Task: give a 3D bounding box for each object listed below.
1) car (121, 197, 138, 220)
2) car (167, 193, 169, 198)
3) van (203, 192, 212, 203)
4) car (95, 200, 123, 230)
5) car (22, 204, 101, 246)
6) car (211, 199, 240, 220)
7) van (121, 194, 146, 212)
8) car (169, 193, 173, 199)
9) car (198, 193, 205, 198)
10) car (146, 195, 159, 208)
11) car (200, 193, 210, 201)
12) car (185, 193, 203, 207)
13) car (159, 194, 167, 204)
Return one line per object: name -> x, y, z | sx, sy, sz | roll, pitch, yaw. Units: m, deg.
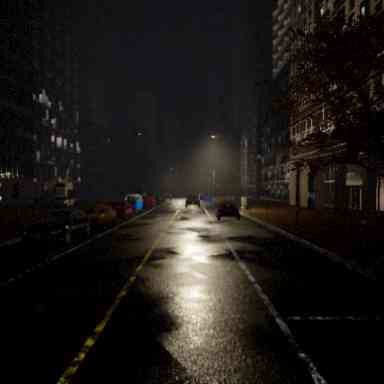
car -> -5.700, 1.363, 25.715 | 1.887, 1.381, 4.507 | -1, 0, 0
car -> -5.699, 1.153, 59.465 | 2.008, 1.369, 4.403 | -1, 0, 0
van -> 2.677, 0.943, 59.464 | 1.690, 1.788, 3.998 | -1, 0, 0
car -> -5.701, 1.382, 19.920 | 1.752, 1.417, 4.829 | -1, 0, 0
car -> -5.701, 1.446, 14.465 | 2.008, 1.369, 4.403 | -1, 0, 0
car -> 2.680, 1.400, 25.715 | 1.802, 1.307, 4.206 | -1, 0, 0
van -> -5.703, 1.122, 31.338 | 1.690, 1.788, 3.998 | -1, 0, 0
car -> -5.697, 1.021, 81.964 | 2.008, 1.369, 4.403 | -1, 0, 0
car -> 2.683, 0.932, 93.384 | 1.752, 1.417, 4.829 | -1, 0, 0
car -> -5.699, 1.252, 42.589 | 1.887, 1.381, 4.507 | -1, 0, 0
car -> 2.680, 0.976, 70.713 | 1.967, 1.590, 4.097 | -1, 0, 0
car -> 0.102, 1.171, 44.752 | 1.882, 1.535, 5.008 | 0, 0, 0
car -> -5.699, 1.187, 53.840 | 2.008, 1.369, 4.403 | -1, 0, 0
